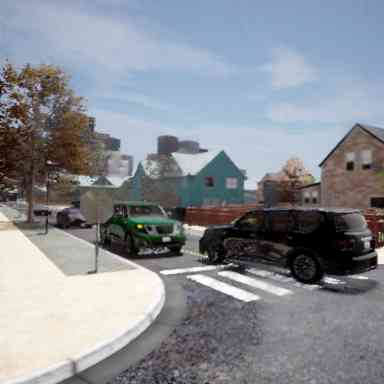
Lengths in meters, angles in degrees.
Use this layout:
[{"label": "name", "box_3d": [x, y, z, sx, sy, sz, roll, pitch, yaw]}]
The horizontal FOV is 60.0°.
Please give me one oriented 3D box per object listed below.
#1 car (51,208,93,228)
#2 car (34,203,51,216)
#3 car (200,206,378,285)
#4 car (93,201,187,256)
[{"label": "car", "box_3d": [-8.884, 1.890, 25.096, 2.033, 1.411, 5.357, 2, -2, -32]}, {"label": "car", "box_3d": [-18.640, 2.124, 41.009, 2.033, 1.411, 5.357, 2, -2, -31]}, {"label": "car", "box_3d": [2.672, 1.476, 10.429, 2.150, 2.045, 5.566, -1, 0, -41]}, {"label": "car", "box_3d": [-2.342, 1.412, 14.497, 2.150, 2.045, 5.566, 2, -2, -31]}]
